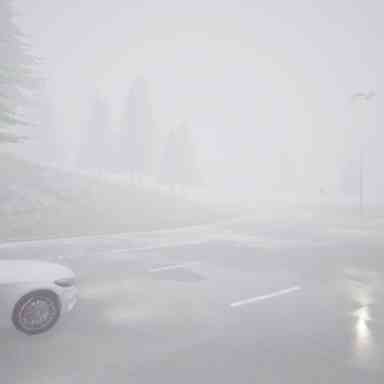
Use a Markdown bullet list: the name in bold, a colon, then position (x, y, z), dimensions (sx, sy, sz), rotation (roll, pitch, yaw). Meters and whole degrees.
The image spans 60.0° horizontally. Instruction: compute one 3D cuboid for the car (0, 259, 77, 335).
- **car**: position (-4.199, 1.525, 5.050), dimensions (4.674, 1.442, 1.812), rotation (0, 0, -36)
